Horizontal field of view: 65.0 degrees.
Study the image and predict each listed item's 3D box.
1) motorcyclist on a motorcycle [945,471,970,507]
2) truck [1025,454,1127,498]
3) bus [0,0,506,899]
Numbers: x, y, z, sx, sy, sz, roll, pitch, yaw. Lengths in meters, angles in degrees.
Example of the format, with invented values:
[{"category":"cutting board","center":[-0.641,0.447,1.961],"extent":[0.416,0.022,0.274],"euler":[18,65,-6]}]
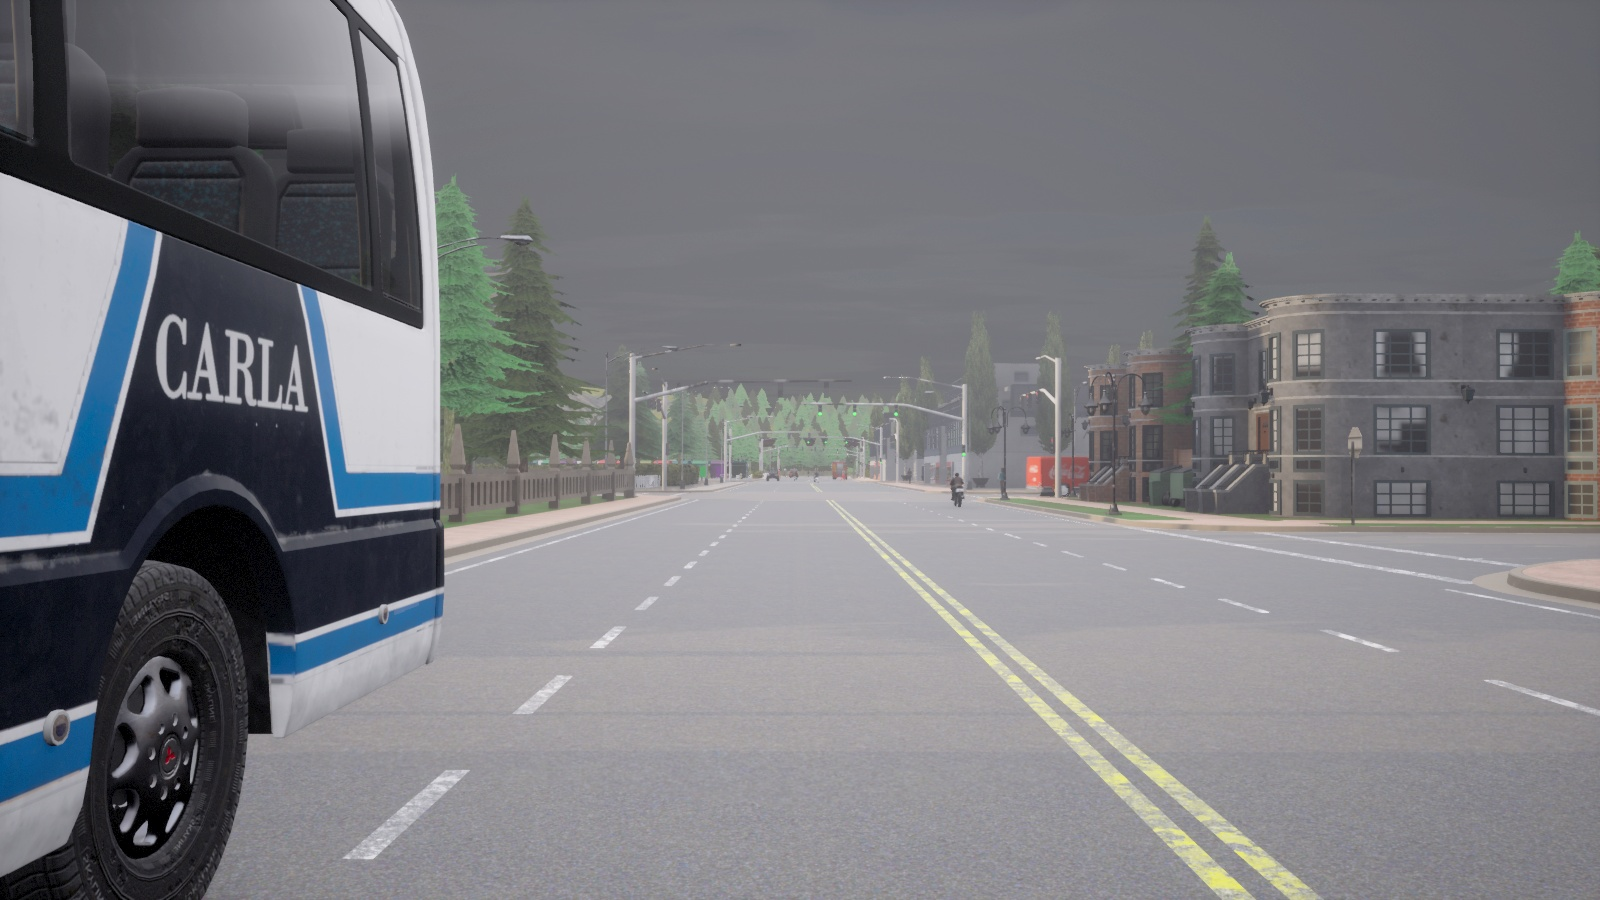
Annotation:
[{"category":"motorcyclist on a motorcycle","center":[6.875,1.688,54.869],"extent":[0.797,1.523,2.044],"euler":[0,-1,0]},{"category":"truck","center":[16.113,1.492,73.391],"extent":[5.204,2.467,2.627],"euler":[0,0,-11]},{"category":"bus","center":[-3.508,-0.523,1.472],"extent":[3.944,4.253,10.273],"euler":[0,-1,0]}]
